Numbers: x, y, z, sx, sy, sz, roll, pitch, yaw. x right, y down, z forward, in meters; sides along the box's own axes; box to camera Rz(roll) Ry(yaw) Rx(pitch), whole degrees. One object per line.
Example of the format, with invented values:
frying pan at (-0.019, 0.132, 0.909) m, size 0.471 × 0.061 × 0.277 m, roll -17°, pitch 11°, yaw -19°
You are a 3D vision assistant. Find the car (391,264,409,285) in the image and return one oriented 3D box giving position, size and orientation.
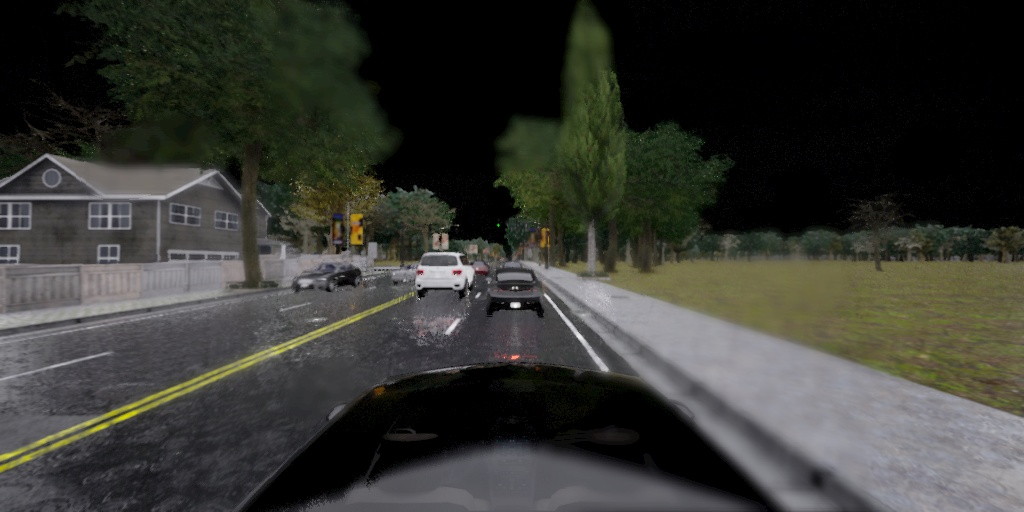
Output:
car at (-6.592, 1.189, 24.360) m, size 1.895 × 1.301 × 4.718 m, roll 0°, pitch 0°, yaw 0°

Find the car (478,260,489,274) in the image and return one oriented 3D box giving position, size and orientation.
car at (-3.144, 1.099, 34.222) m, size 1.994 × 1.385 × 4.181 m, roll 0°, pitch 0°, yaw 0°

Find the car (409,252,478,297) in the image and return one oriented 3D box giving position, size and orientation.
car at (-3.149, 0.851, 17.784) m, size 2.150 × 2.045 × 5.566 m, roll 0°, pitch 0°, yaw 0°

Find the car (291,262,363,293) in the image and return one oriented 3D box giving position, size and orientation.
car at (-9.845, 1.111, 19.473) m, size 2.128 × 1.511 × 4.902 m, roll 0°, pitch 0°, yaw 0°

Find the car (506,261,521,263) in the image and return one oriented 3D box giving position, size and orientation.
car at (0.105, 1.105, 29.552) m, size 2.033 × 1.411 × 5.357 m, roll 0°, pitch 0°, yaw 0°

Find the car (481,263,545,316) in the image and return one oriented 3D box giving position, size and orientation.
car at (0.102, 1.170, 12.854) m, size 1.837 × 1.490 × 4.892 m, roll 0°, pitch 0°, yaw 0°
